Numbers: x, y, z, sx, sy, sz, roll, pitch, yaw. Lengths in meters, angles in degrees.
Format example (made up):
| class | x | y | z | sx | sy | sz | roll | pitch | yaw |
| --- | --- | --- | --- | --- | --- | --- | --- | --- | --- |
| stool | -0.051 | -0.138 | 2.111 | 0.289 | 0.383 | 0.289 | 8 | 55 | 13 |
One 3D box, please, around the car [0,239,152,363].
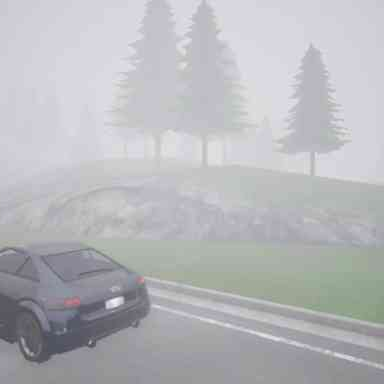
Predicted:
| class | x | y | z | sx | sy | sz | roll | pitch | yaw |
| --- | --- | --- | --- | --- | --- | --- | --- | --- | --- |
| car | -2.737 | 1.563 | 5.944 | 4.181 | 1.385 | 1.994 | 0 | 0 | 35 |
